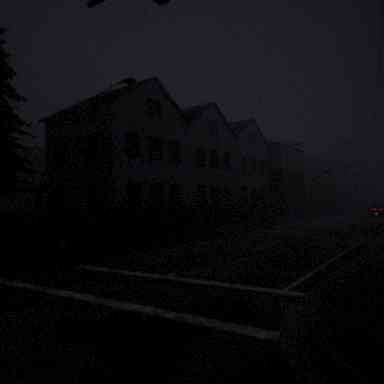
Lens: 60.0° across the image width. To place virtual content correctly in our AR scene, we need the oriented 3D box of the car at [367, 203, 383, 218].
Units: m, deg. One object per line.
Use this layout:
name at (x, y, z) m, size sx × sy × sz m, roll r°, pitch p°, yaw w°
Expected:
car at (19.548, 1.902, 34.667) m, size 1.837 × 1.490 × 4.892 m, roll -3°, pitch -2°, yaw 36°
